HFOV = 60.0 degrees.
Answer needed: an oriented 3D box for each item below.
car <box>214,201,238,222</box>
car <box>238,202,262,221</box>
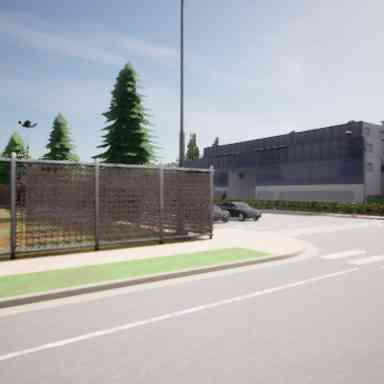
[{"bbox_3d":[1.072,1.585,26.413,1.837,1.490,4.892,0,0,-35],"label":"car"},{"bbox_3d":[3.862,1.599,28.526,1.837,1.490,4.892,0,0,-35],"label":"car"}]
